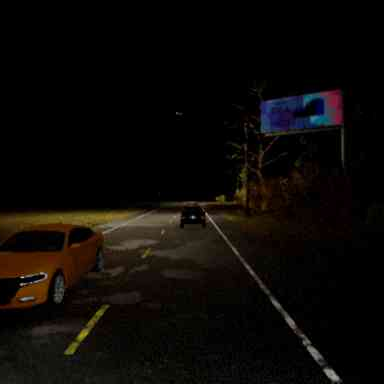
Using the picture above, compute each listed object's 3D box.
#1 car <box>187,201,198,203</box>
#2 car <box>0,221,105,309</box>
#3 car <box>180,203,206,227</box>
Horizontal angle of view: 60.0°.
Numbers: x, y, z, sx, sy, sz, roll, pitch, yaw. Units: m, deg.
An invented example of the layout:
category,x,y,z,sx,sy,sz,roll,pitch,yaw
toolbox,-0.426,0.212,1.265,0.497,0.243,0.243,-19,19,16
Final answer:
category,x,y,z,sx,sy,sz,roll,pitch,yaw
car,0.071,1.887,42.770,2.128,1.511,4.902,0,-1,0
car,-3.602,1.556,8.326,1.882,1.535,5.008,0,-1,0
car,0.079,1.780,24.893,2.033,1.411,5.357,0,0,0
